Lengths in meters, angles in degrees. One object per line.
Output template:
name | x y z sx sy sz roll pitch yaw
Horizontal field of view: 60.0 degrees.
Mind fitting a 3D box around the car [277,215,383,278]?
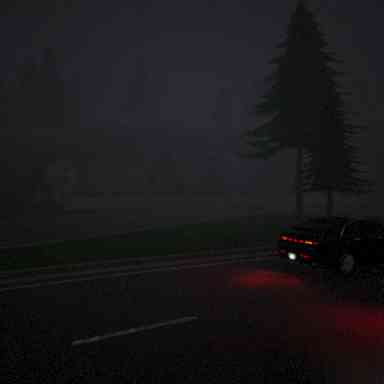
car | 4.825 1.478 10.051 4.892 1.490 1.837 0 0 -28

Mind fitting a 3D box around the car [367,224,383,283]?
car | 6.109 1.480 6.791 5.008 1.535 1.882 0 0 -28
